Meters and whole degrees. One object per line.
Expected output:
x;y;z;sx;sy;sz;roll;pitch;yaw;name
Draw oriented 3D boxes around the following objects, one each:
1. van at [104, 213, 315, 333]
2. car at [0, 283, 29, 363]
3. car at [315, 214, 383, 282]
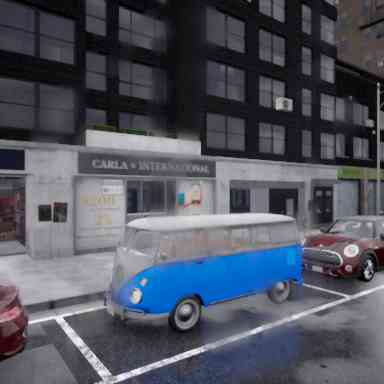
0.416;1.341;6.494;3.998;1.788;1.690;0;0;-36;van
-3.983;1.582;3.340;4.206;1.307;1.802;0;0;-36;car
4.815;1.439;9.647;4.097;1.590;1.967;0;0;-36;car
